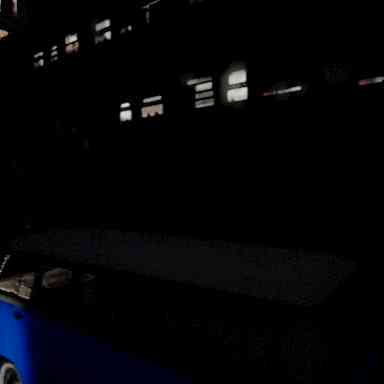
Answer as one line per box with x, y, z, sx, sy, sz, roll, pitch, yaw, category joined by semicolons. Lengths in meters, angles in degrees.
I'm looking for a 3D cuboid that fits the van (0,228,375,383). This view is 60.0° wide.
-0.433;1.330;3.189;3.998;1.788;1.690;0;0;35;van
